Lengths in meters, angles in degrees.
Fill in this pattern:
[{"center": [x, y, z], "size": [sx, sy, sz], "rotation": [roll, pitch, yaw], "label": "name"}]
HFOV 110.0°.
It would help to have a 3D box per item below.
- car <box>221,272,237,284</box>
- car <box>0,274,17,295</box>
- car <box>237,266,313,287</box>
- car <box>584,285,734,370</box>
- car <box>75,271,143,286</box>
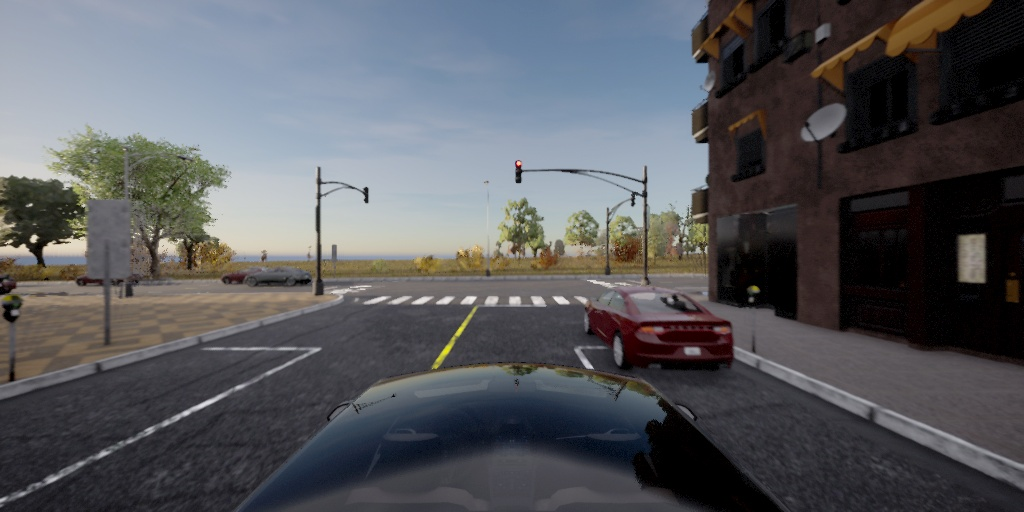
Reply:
[{"center": [-20.574, 1.512, 28.410], "size": [4.207, 1.307, 1.802], "rotation": [0, 0, 0], "label": "car"}, {"center": [-31.428, 1.368, 20.211], "size": [5.009, 1.841, 2.192], "rotation": [0, 0, 0], "label": "car"}, {"center": [-16.732, 1.445, 25.749], "size": [4.181, 1.385, 1.994], "rotation": [-1, 0, 0], "label": "car"}, {"center": [2.696, 1.282, 7.592], "size": [1.888, 1.381, 4.507], "rotation": [0, 0, 0], "label": "car"}, {"center": [-31.657, 1.645, 28.278], "size": [4.207, 1.307, 1.802], "rotation": [0, 0, 0], "label": "car"}]
